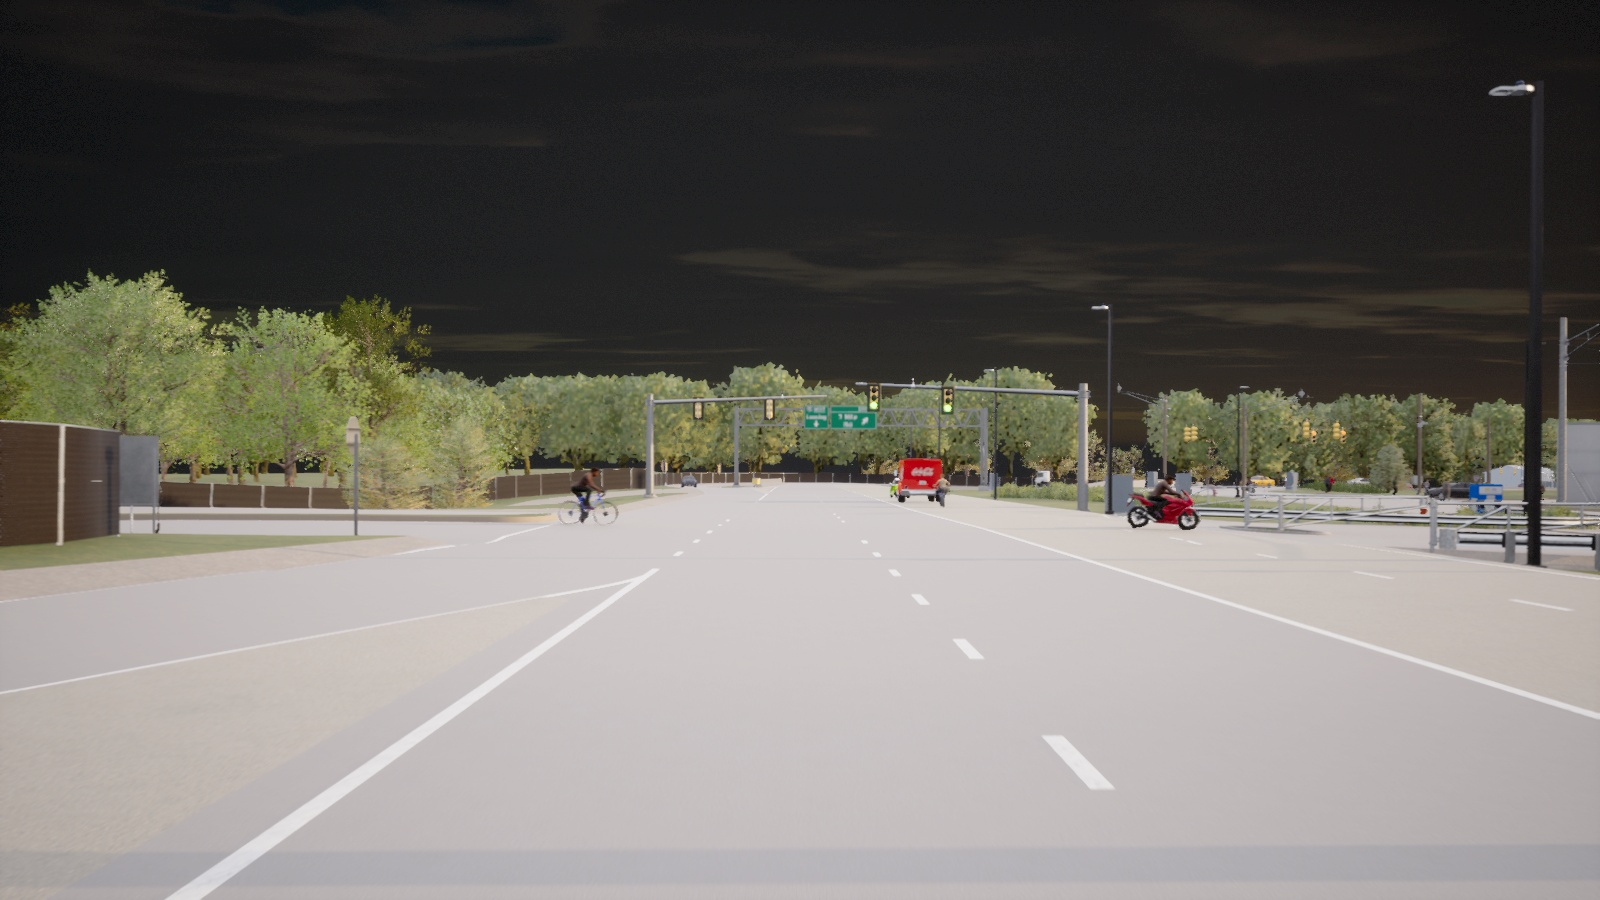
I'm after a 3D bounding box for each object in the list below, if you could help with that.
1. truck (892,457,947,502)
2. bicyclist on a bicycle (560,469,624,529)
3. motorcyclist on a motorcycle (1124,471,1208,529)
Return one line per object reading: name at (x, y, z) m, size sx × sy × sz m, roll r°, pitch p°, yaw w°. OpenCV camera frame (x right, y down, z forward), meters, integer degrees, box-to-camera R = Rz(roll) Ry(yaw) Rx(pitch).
truck at (6.819, 1.708, 72.390) m, size 2.627 × 2.467 × 5.204 m, roll 0°, pitch -1°, yaw 0°
bicyclist on a bicycle at (-5.755, 1.341, 34.714) m, size 1.656 × 1.620 × 0.582 m, roll 1°, pitch -1°, yaw 0°
motorcyclist on a motorcycle at (10.120, 1.374, 34.776) m, size 2.044 × 1.523 × 0.797 m, roll 2°, pitch -1°, yaw 0°
